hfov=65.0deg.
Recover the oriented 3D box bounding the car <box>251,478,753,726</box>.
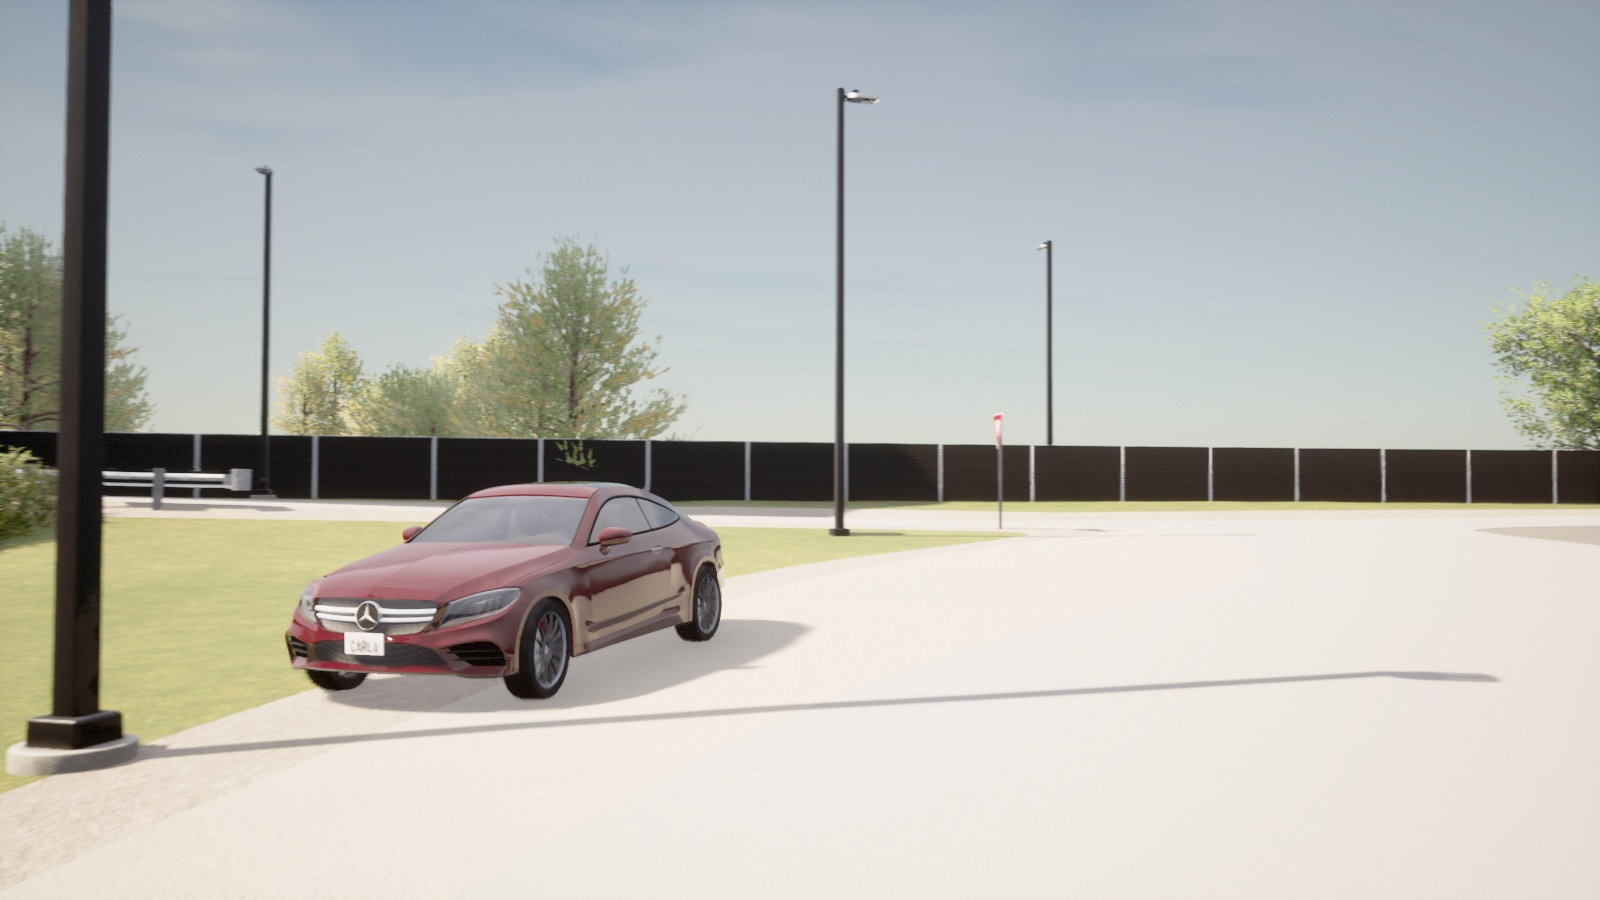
[{"bbox_3d":[-2.056,1.015,10.299,1.812,1.442,4.674,-1,0,18],"label":"car"}]
